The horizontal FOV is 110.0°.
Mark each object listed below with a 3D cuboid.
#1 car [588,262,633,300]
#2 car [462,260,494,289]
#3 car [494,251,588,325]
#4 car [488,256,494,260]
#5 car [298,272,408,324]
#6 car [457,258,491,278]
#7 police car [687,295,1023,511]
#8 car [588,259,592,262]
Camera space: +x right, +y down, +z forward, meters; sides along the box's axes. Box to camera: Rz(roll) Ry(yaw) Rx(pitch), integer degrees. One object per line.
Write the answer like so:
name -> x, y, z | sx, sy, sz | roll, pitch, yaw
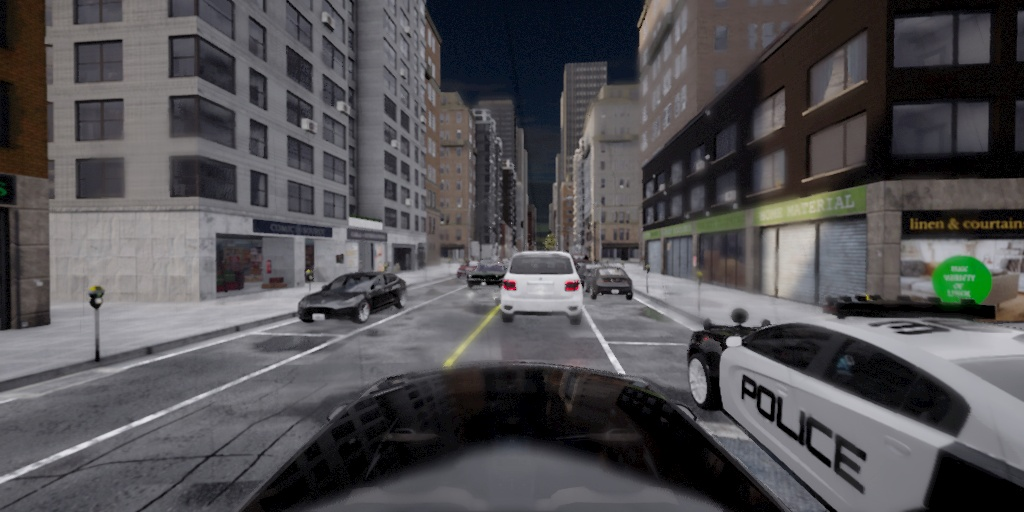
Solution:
car -> 4.243, 1.115, 16.138 | 2.007, 1.370, 4.403 | 0, 0, 6
car -> -1.259, 1.106, 20.831 | 1.895, 1.301, 4.718 | 0, 1, 6
car -> 0.979, 0.849, 11.422 | 2.150, 2.045, 5.566 | 0, 1, 6
car -> -2.513, 0.910, 33.498 | 1.948, 1.339, 4.313 | 0, 0, 6
car -> -4.812, 1.191, 11.519 | 1.948, 1.339, 4.313 | 0, 0, 6
car -> -3.088, 0.996, 28.003 | 1.802, 1.307, 4.207 | 0, 0, 6
police car -> 3.151, 1.157, 3.043 | 1.930, 1.638, 5.238 | 0, 1, 6
car -> 4.818, 1.044, 21.631 | 2.007, 1.370, 4.403 | 0, 0, 6
